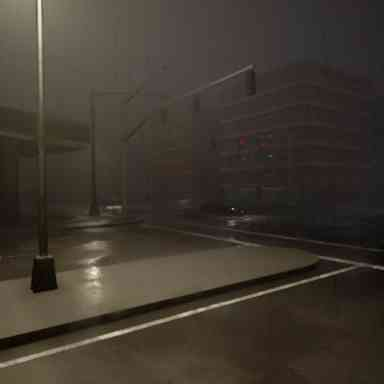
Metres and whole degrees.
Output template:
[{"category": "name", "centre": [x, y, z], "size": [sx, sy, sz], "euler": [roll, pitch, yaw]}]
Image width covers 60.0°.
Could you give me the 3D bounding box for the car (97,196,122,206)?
[{"category": "car", "centre": [-11.897, 1.247, 47.538], "size": [2.033, 1.411, 5.357], "euler": [-1, 1, -36]}]

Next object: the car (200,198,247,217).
[{"category": "car", "centre": [2.544, 1.262, 27.897], "size": [1.812, 1.442, 4.674], "euler": [-1, 1, -36]}]
